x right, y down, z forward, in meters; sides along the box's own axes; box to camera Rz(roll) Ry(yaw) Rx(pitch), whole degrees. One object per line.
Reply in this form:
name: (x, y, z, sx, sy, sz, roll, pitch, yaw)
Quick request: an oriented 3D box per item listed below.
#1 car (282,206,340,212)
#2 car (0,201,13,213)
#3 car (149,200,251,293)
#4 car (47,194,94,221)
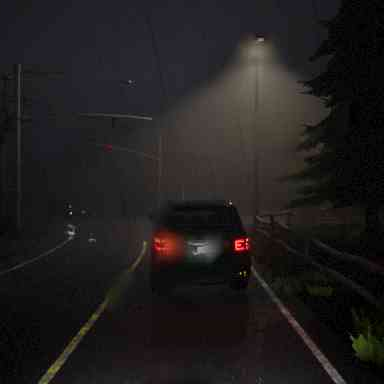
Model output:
car: (10.708, 1.627, 30.182, 4.718, 1.301, 1.895, 0, 0, 0)
car: (-21.401, 1.547, 35.939, 5.357, 1.411, 2.033, 0, 0, 20)
car: (0.010, 1.221, 9.105, 2.150, 2.045, 5.566, 0, 0, -5)
car: (-10.329, 1.221, 27.939, 2.150, 2.045, 5.566, 0, 0, -43)
